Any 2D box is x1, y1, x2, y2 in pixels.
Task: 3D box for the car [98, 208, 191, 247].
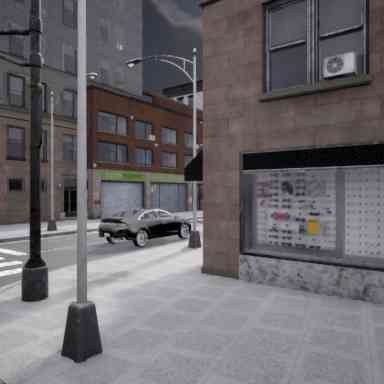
[{"bbox_3d":[-1.920,1.459,14.979,2.128,1.511,4.902,0,0,35],"label":"car"}]
